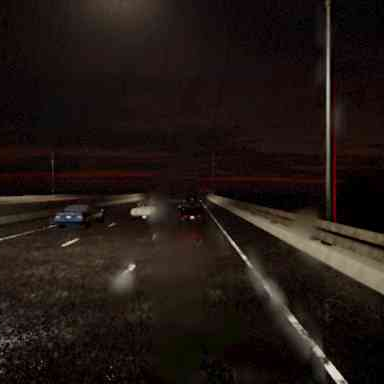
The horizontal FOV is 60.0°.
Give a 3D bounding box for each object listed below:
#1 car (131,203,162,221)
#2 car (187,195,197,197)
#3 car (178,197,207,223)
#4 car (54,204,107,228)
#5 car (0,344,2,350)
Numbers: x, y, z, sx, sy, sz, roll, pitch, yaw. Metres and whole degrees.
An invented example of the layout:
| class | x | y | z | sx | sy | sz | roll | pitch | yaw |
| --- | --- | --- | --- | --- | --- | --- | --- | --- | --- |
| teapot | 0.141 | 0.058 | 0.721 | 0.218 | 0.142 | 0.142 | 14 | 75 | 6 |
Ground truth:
| class | x | y | z | sx | sy | sz | roll | pitch | yaw |
| --- | --- | --- | --- | --- | --- | --- | --- | --- | --- |
| car | -3.399 | 1.478 | 25.931 | 1.895 | 1.301 | 4.718 | 0 | 0 | 0 |
| car | 0.004 | 1.128 | 46.233 | 2.097 | 1.767 | 4.553 | 0 | 0 | 0 |
| car | 0.043 | 1.394 | 24.215 | 1.837 | 1.490 | 4.892 | 0 | 0 | 1 |
| car | -6.901 | 1.448 | 21.112 | 2.033 | 1.411 | 5.357 | 0 | 0 | 0 |
| car | -3.399 | 1.552 | 2.494 | 1.994 | 1.385 | 4.181 | 0 | 0 | 0 |
